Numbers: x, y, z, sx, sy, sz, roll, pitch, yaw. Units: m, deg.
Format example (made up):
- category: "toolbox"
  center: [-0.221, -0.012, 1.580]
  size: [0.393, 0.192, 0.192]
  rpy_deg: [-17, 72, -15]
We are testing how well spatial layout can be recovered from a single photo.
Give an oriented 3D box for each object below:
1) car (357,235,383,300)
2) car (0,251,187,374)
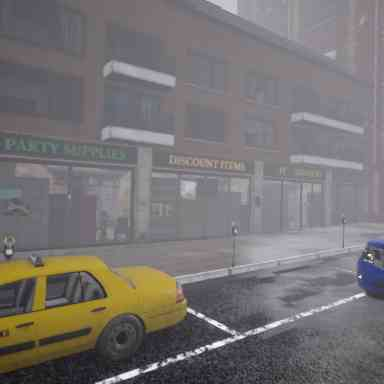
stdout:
- category: "car"
  center: [5.923, 1.229, 7.287]
  size: [5.566, 2.045, 2.150]
  rpy_deg: [0, 0, -35]
- category: "car"
  center: [-2.356, 1.526, 4.394]
  size: [4.829, 1.417, 1.752]
  rpy_deg: [0, 2, -35]
